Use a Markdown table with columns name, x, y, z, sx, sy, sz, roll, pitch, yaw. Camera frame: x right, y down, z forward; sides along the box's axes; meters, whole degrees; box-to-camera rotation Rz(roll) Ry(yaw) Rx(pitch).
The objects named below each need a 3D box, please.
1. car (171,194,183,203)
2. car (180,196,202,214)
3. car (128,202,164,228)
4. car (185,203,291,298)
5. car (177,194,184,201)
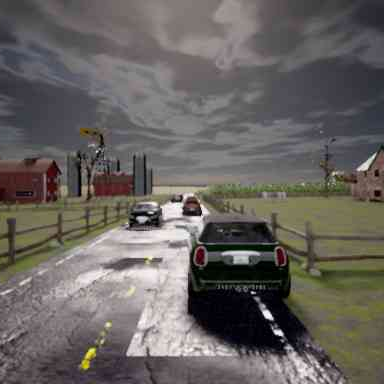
| name | x | y | z | sx | sy | sz | roll | pitch | yaw |
| --- | --- | --- | --- | --- | --- | --- | --- | --- | --- |
| car | -2.893 | 1.413 | 62.833 | 1.994 | 1.385 | 4.181 | 0 | 0 | 0 |
| car | 0.002 | 1.436 | 33.357 | 1.812 | 1.442 | 4.674 | 0 | 0 | 0 |
| car | -2.883 | 1.429 | 21.662 | 2.128 | 1.511 | 4.902 | 0 | 0 | 0 |
| car | 0.950 | 1.325 | 8.600 | 2.097 | 1.767 | 4.553 | 0 | 0 | 0 |
| car | -2.885 | 1.354 | 83.632 | 1.812 | 1.442 | 4.674 | 0 | 0 | 0 |
